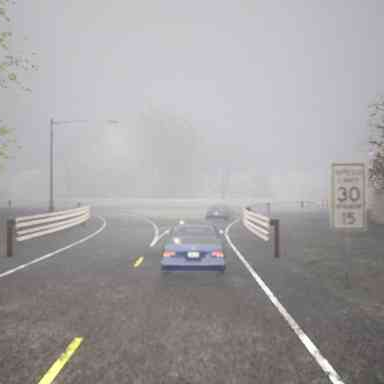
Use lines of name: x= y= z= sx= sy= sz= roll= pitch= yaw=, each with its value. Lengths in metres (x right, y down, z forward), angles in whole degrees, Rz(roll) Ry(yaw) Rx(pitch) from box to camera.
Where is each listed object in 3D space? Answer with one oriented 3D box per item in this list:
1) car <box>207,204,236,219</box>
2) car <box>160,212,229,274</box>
car: x=2.569 y=1.737 z=29.116 sx=1.994 sy=1.385 sz=4.181 roll=0 pitch=0 yaw=17
car: x=0.068 y=1.612 z=10.744 sx=2.033 sy=1.411 sz=5.357 roll=0 pitch=0 yaw=1
